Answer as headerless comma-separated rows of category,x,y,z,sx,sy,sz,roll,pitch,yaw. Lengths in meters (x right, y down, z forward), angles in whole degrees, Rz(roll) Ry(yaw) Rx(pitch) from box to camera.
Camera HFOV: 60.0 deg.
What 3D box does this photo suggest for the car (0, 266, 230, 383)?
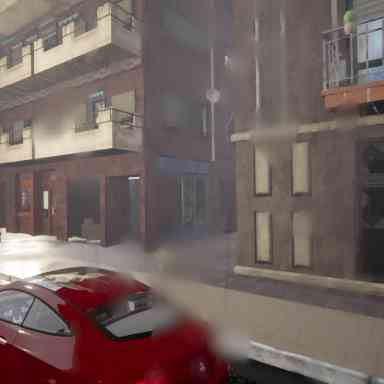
car,-1.566,1.583,3.970,4.206,1.307,1.802,0,-1,36
